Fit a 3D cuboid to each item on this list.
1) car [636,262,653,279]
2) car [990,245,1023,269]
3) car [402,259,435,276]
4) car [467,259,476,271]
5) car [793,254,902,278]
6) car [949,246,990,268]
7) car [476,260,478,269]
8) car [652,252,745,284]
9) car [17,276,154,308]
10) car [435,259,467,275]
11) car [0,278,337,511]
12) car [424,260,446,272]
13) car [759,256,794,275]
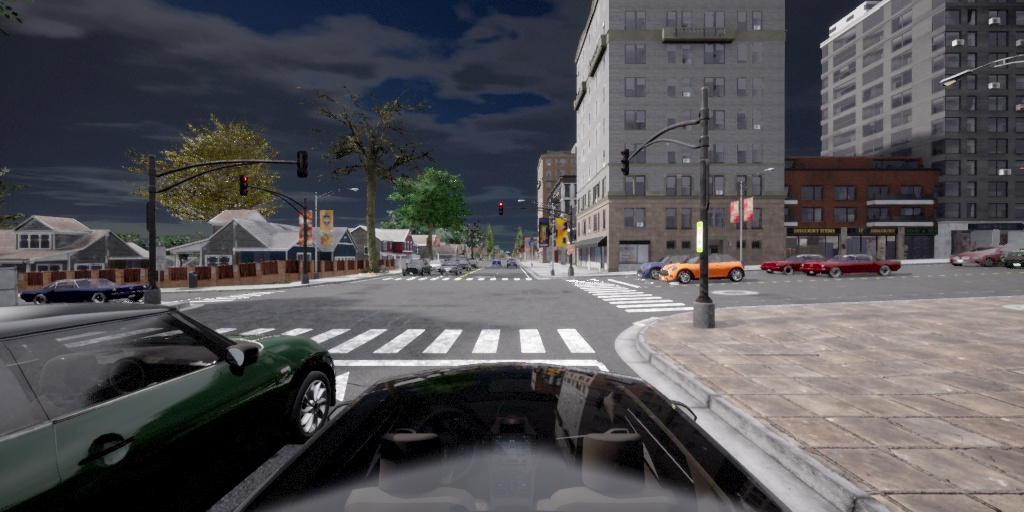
[{"bbox_3d":[11.099,0.679,25.015,4.553,1.767,2.097,-2,0,2],"label":"car"},{"bbox_3d":[32.873,-0.133,21.770,4.553,1.767,2.097,-2,0,0],"label":"car"},{"bbox_3d":[-9.889,1.120,37.446,2.097,1.767,4.553,0,0,0],"label":"car"},{"bbox_3d":[-6.656,1.335,49.243,2.033,1.411,5.357,0,0,0],"label":"car"},{"bbox_3d":[20.337,0.584,21.730,4.718,1.301,1.895,-2,0,0],"label":"car"},{"bbox_3d":[33.582,0.005,25.020,4.674,1.442,1.812,-2,0,0],"label":"car"},{"bbox_3d":[-6.658,1.321,59.589,1.837,1.490,4.892,0,0,0],"label":"car"},{"bbox_3d":[11.353,0.680,21.695,4.553,1.767,2.097,-2,0,0],"label":"car"},{"bbox_3d":[-21.636,1.806,18.338,4.718,1.301,1.895,-2,0,0],"label":"car"},{"bbox_3d":[-6.639,1.262,39.525,2.128,1.511,4.902,0,0,0],"label":"car"},{"bbox_3d":[-3.152,1.102,2.461,2.097,1.767,4.553,0,0,0],"label":"car"},{"bbox_3d":[-9.903,1.307,46.430,1.812,1.442,4.674,0,0,0],"label":"car"},{"bbox_3d":[20.096,0.583,24.979,4.718,1.301,1.895,-2,0,0],"label":"car"}]
